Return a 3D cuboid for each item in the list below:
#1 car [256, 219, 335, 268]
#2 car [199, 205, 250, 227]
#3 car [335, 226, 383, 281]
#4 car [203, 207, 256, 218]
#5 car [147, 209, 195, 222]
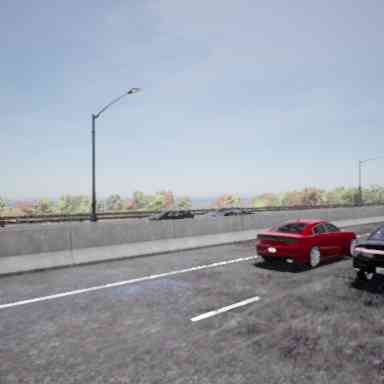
[{"bbox_3d":[4.461,1.764,12.513,5.008,1.535,1.882,1,-2,-42],"label":"car"},{"bbox_3d":[3.020,2.130,30.259,4.553,1.767,2.097,1,-2,-42],"label":"car"},{"bbox_3d":[6.328,1.674,9.487,4.902,1.511,2.128,1,-2,-42],"label":"car"},{"bbox_3d":[3.136,2.159,25.666,4.892,1.490,1.837,1,-2,-42],"label":"car"},{"bbox_3d":[-1.851,2.353,30.593,4.892,1.490,1.837,1,-2,-42],"label":"car"}]
